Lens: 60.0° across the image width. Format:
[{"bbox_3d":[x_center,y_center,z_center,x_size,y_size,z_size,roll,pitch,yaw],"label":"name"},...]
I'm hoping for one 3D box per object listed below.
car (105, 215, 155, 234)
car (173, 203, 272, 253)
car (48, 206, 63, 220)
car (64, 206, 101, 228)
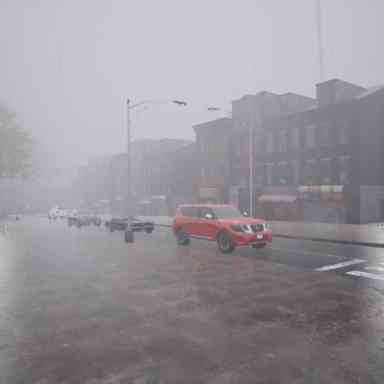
[{"bbox_3d":[-4.532,2.290,23.854,1.895,1.301,4.718,0,-2,-36],"label":"car"},{"bbox_3d":[1.182,1.565,15.849,2.150,2.045,5.566,0,-2,-35],"label":"car"},{"bbox_3d":[-20.634,3.198,51.508,2.150,2.045,5.566,0,-2,-35],"label":"car"},{"bbox_3d":[-10.464,2.440,32.182,2.097,1.767,4.553,0,-2,-35],"label":"car"}]
